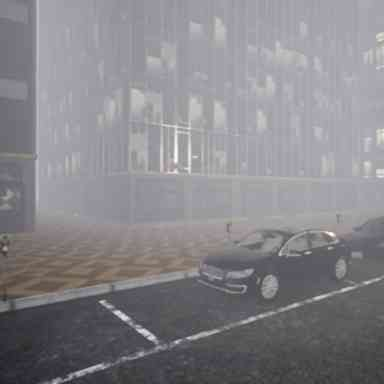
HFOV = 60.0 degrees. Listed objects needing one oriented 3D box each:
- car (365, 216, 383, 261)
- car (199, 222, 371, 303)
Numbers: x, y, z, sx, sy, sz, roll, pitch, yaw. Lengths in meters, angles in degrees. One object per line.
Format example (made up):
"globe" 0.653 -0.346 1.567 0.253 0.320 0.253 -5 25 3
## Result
"car" 6.812 1.533 11.412 4.313 1.339 1.947 0 0 -35
"car" 2.177 1.534 8.107 4.403 1.369 2.008 0 0 -35
